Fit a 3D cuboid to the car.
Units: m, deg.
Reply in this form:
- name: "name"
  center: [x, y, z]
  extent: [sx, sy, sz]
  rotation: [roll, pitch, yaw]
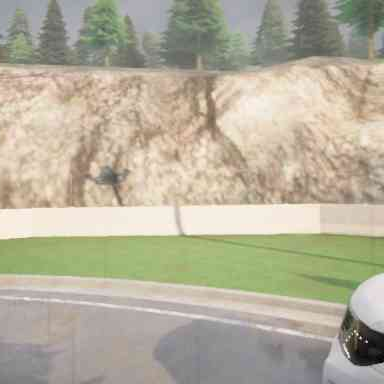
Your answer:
- name: "car"
  center: [3.653, 1.120, 1.605]
  extent: [5.566, 2.045, 2.150]
  rotation: [0, 1, 39]
